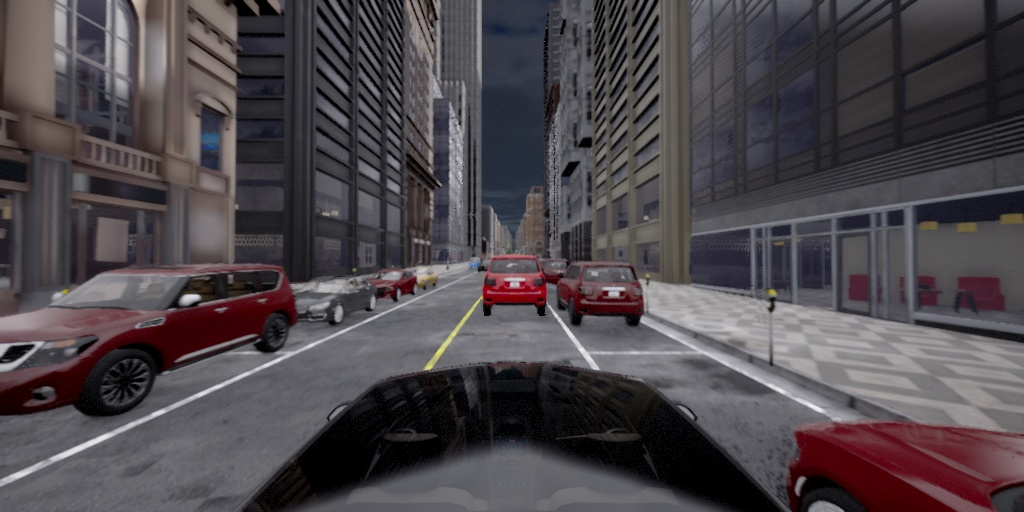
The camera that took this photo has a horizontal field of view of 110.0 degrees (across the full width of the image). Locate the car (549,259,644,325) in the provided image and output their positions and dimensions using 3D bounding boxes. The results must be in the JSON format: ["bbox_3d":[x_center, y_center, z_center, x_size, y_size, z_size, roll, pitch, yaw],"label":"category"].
[{"bbox_3d":[2.662,1.085,11.800,2.192,1.841,5.009,0,0,0],"label":"car"}]

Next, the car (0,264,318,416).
[{"bbox_3d":[-5.861,1.073,6.173,2.192,1.841,5.009,0,0,0],"label":"car"}]

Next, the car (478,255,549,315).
[{"bbox_3d":[0.075,0.994,13.874,2.150,2.045,5.566,0,0,0],"label":"car"}]

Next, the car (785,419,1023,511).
[{"bbox_3d":[2.669,1.293,0.551,1.888,1.381,4.507,0,0,0],"label":"car"}]

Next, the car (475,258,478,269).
[{"bbox_3d":[-3.118,1.177,45.014,2.097,1.767,4.553,0,0,0],"label":"car"}]

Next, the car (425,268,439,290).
[{"bbox_3d":[-5.872,1.315,22.878,1.751,1.417,4.829,0,0,0],"label":"car"}]

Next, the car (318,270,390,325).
[{"bbox_3d":[-5.864,1.320,11.798,2.007,1.370,4.403,0,0,0],"label":"car"}]

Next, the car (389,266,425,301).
[{"bbox_3d":[-5.868,1.325,17.423,1.888,1.381,4.507,0,0,0],"label":"car"}]

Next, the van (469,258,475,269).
[{"bbox_3d":[-5.894,1.185,56.796,1.690,1.789,3.998,0,0,0],"label":"van"}]
